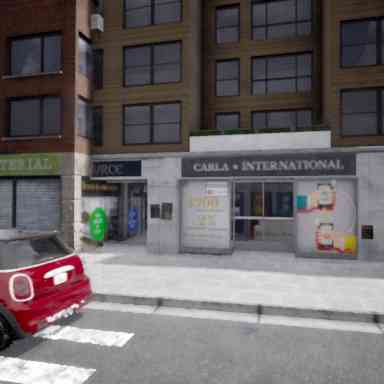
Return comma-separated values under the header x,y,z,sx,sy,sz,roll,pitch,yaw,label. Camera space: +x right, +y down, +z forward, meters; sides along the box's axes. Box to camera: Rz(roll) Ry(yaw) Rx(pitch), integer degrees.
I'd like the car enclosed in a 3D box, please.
x,y,z,sx,sy,sz,roll,pitch,yaw,label
-4.190,1.449,5.925,4.553,1.767,2.097,-1,-1,14,car
